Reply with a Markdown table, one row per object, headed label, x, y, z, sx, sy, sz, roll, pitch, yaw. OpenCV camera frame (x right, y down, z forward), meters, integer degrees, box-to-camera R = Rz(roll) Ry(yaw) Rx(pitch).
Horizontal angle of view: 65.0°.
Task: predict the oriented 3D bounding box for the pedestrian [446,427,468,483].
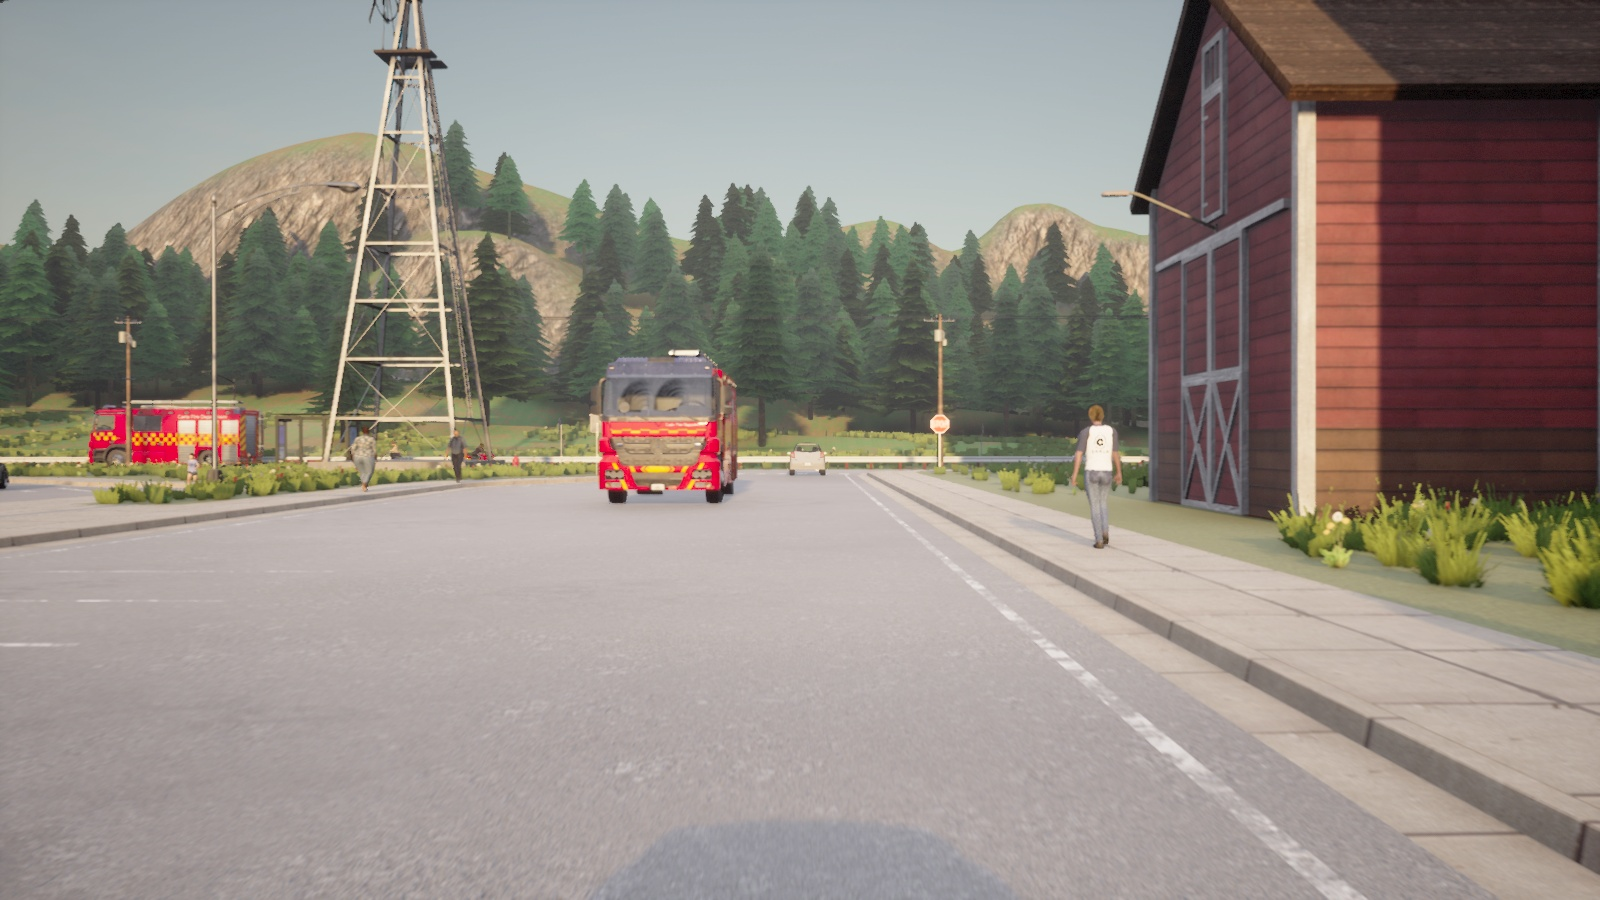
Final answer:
| label | x | y | z | sx | sy | sz | roll | pitch | yaw |
| --- | --- | --- | --- | --- | --- | --- | --- | --- | --- |
| pedestrian | -11.312 | 0.159 | 41.400 | 0.540 | 1.848 | 0.694 | 0 | 0 | 0 |

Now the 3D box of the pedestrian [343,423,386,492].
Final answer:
| label | x | y | z | sx | sy | sz | roll | pitch | yaw |
| --- | --- | --- | --- | --- | --- | --- | --- | --- | --- |
| pedestrian | -11.885 | 0.199 | 34.271 | 0.874 | 1.855 | 0.900 | 0 | 0 | -1 |

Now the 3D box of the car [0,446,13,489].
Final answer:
| label | x | y | z | sx | sy | sz | roll | pitch | yaw |
| --- | --- | --- | --- | --- | --- | --- | --- | --- | --- |
| car | -26.586 | 0.566 | 39.575 | 1.994 | 1.385 | 4.181 | 0 | 0 | -17 |

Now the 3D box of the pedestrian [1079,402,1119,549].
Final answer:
| label | x | y | z | sx | sy | sz | roll | pitch | yaw |
| --- | --- | --- | --- | --- | --- | --- | --- | --- | --- |
| pedestrian | 3.789 | 0.315 | 15.945 | 0.354 | 1.836 | 0.706 | 0 | 0 | 2 |

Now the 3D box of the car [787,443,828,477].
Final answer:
| label | x | y | z | sx | sy | sz | roll | pitch | yaw |
| --- | --- | --- | --- | --- | --- | --- | --- | --- | --- |
| car | 0.320 | 0.432 | 58.388 | 1.845 | 1.501 | 3.633 | 0 | 0 | -1 |

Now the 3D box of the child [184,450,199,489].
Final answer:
| label | x | y | z | sx | sy | sz | roll | pitch | yaw |
| --- | --- | --- | --- | --- | --- | --- | --- | --- | --- |
| child | -17.413 | 0.561 | 35.918 | 0.255 | 1.110 | 0.394 | 0 | 0 | -4 |

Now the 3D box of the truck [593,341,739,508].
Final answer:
| label | x | y | z | sx | sy | sz | roll | pitch | yaw |
| --- | --- | --- | --- | --- | --- | --- | --- | --- | --- |
| truck | -3.295 | -0.608 | 33.139 | 2.891 | 3.827 | 8.468 | 0 | 0 | 0 |

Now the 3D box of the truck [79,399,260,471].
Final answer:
| label | x | y | z | sx | sy | sz | roll | pitch | yaw |
| --- | --- | --- | --- | --- | --- | --- | --- | --- | --- |
| truck | -34.397 | -0.832 | 68.731 | 8.468 | 3.827 | 2.891 | 0 | 0 | 1 |
